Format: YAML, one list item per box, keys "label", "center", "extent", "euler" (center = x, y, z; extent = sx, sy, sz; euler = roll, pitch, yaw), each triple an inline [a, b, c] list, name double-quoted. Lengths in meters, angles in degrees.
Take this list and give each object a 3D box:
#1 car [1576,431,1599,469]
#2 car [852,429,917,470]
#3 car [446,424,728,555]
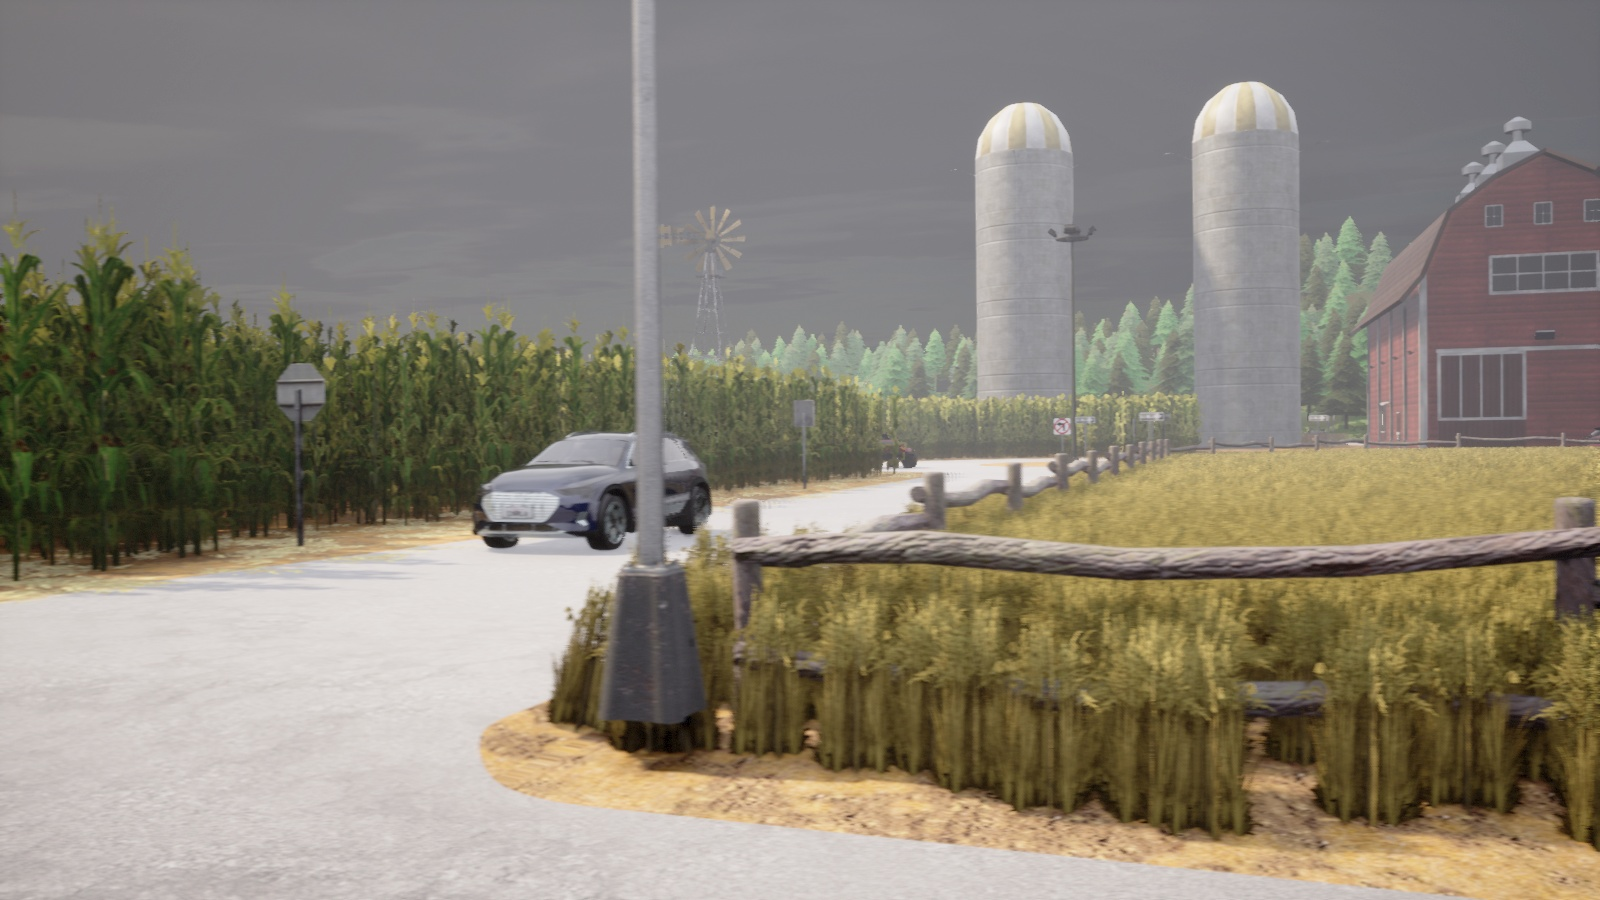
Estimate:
- label: "car"
  center: [36.991, -0.020, 54.873]
  extent: [4.856, 1.649, 2.033]
  euler: [0, 1, 15]
- label: "car"
  center: [3.979, -0.050, 59.561]
  extent: [1.905, 1.878, 3.866]
  euler: [-1, 1, -15]
- label: "car"
  center: [-2.914, 0.492, 18.494]
  extent: [2.033, 1.649, 4.856]
  euler: [0, 0, 19]
